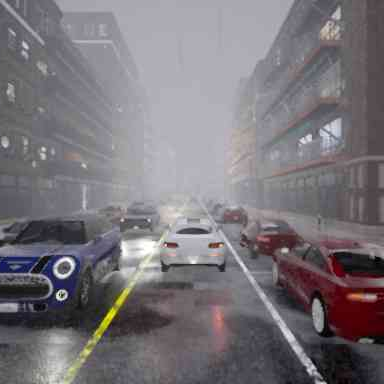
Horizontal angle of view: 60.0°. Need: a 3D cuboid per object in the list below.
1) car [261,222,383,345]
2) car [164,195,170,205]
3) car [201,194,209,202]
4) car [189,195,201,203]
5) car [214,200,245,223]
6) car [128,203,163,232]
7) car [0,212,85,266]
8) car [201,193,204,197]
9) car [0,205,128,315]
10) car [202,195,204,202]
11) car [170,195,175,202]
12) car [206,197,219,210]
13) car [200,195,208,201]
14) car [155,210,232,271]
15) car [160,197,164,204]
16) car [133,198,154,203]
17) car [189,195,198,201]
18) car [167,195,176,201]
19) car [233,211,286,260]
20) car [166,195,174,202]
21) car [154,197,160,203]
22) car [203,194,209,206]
[{"bbox_3d":[2.803,1.546,6.448,1.887,1.381,4.507,1,0,0],"label":"car"},{"bbox_3d":[-5.389,1.517,57.485,1.887,1.381,4.507,1,0,0],"label":"car"},{"bbox_3d":[3.110,1.421,80.047,1.967,1.590,4.097,1,0,0],"label":"car"},{"bbox_3d":[0.344,1.517,68.017,2.033,1.411,5.357,0,0,0],"label":"car"},{"bbox_3d":[2.816,1.539,23.431,1.887,1.381,4.507,1,0,0],"label":"car"},{"bbox_3d":[-2.989,1.588,19.967,1.895,1.301,4.718,0,0,1],"label":"car"},{"bbox_3d":[-5.624,1.552,12.196,1.947,1.339,4.313,1,0,0],"label":"car"},{"bbox_3d":[3.081,1.422,74.386,1.967,1.590,4.097,1,0,0],"label":"car"},{"bbox_3d":[-3.063,1.343,7.823,2.097,1.767,4.553,0,0,0],"label":"car"},{"bbox_3d":[2.962,1.537,51.738,2.008,1.369,4.403,1,0,0],"label":"car"},{"bbox_3d":[-5.301,1.514,74.470,1.887,1.381,4.507,1,0,0],"label":"car"},{"bbox_3d":[2.875,1.541,34.754,2.008,1.369,4.403,1,0,0],"label":"car"},{"bbox_3d":[3.137,1.531,85.709,2.008,1.369,4.403,1,0,0],"label":"car"},{"bbox_3d":[0.048,1.521,10.757,1.812,1.442,4.674,0,0,0],"label":"car"},{"bbox_3d":[-5.447,1.525,46.161,2.008,1.369,4.403,1,0,0],"label":"car"},{"bbox_3d":[-5.506,1.544,34.838,1.947,1.339,4.313,1,0,0],"label":"car"},{"bbox_3d":[0.399,1.373,78.648,2.128,1.511,4.902,0,0,0],"label":"car"},{"bbox_3d":[-5.243,1.494,85.622,1.752,1.417,4.829,1,0,0],"label":"car"},{"bbox_3d":[2.760,1.581,12.110,1.802,1.307,4.206,1,0,0],"label":"car"},{"bbox_3d":[-5.272,1.494,79.961,1.752,1.417,4.829,1,0,0],"label":"car"},{"bbox_3d":[-5.474,1.416,40.500,1.967,1.590,4.097,1,0,0],"label":"car"},{"bbox_3d":[2.935,1.427,46.077,1.967,1.590,4.097,1,0,0],"label":"car"}]
